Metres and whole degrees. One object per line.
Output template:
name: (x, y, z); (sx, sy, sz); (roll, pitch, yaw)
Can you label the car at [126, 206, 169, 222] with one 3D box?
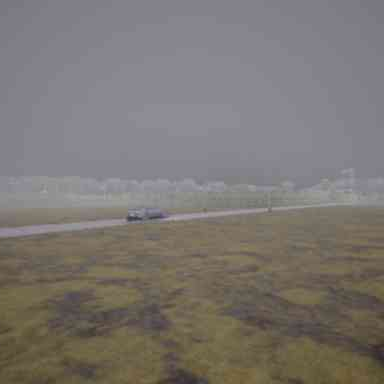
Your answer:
car: (-3.968, 1.933, 30.130); (1.994, 1.385, 4.181); (-2, -2, 36)
